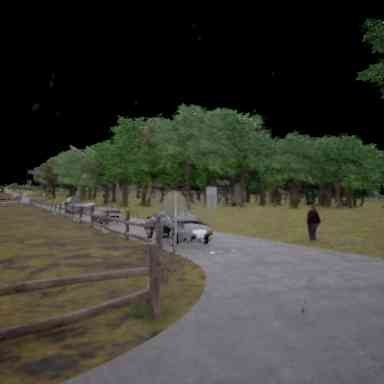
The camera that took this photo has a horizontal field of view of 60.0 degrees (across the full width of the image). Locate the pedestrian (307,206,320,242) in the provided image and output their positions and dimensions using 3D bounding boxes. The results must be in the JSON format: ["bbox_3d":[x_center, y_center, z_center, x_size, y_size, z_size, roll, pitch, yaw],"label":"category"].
[{"bbox_3d":[6.017,1.554,16.576,0.375,1.860,0.375,2,-1,-29],"label":"pedestrian"}]

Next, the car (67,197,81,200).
[{"bbox_3d":[-20.431,1.924,57.286,2.150,2.045,5.566,2,-1,-30],"label":"car"}]

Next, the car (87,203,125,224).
[{"bbox_3d":[-6.926,1.864,27.345,1.994,1.385,4.181,2,-1,-30],"label":"car"}]

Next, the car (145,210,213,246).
[{"bbox_3d":[-0.780,1.657,16.364,2.128,1.511,4.902,2,-1,-28],"label":"car"}]

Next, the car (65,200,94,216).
[{"bbox_3d":[-13.388,1.987,38.829,2.033,1.411,5.357,2,-1,-29],"label":"car"}]
